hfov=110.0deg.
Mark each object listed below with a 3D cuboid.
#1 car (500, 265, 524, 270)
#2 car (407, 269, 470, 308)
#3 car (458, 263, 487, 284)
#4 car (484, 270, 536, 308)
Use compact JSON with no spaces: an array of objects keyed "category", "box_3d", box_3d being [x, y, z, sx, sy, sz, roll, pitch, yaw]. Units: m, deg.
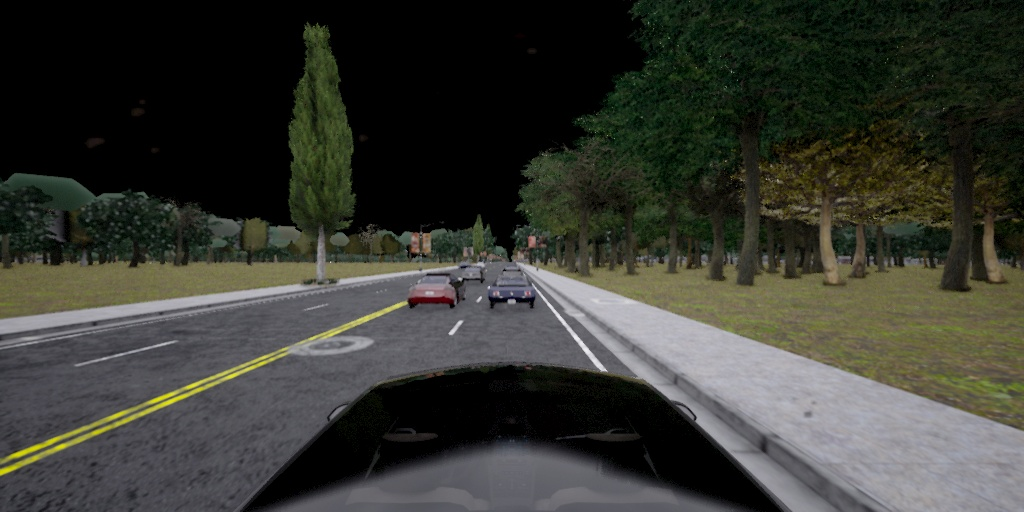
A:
[{"category":"car","box_3d":[0.006,1.532,31.142,2.128,1.511,4.902,0,0,0]},{"category":"car","box_3d":[-3.245,1.452,16.160,1.994,1.385,4.181,0,-1,0]},{"category":"car","box_3d":[-3.247,1.584,30.840,2.033,1.411,5.357,0,-1,0]},{"category":"car","box_3d":[0.003,1.486,15.957,1.895,1.301,4.718,0,-1,0]}]
